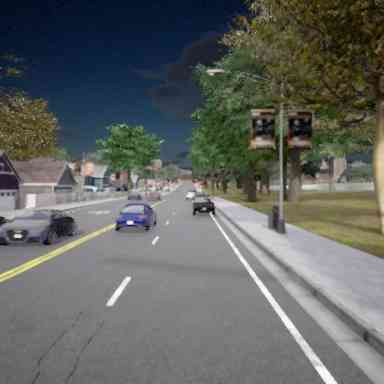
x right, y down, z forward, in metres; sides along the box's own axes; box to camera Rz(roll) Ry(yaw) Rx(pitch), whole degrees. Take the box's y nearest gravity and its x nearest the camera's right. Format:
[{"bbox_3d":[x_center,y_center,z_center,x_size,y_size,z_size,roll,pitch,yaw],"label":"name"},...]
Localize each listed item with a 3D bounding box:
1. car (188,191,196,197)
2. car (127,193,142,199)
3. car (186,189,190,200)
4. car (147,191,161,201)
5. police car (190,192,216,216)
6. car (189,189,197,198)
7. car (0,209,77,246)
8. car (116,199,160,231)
[{"bbox_3d":[0.042,0.569,83.044,2.033,1.411,5.357,0,0,0],"label":"car"},{"bbox_3d":[-9.755,0.829,57.054,2.033,1.411,5.357,0,1,1],"label":"car"},{"bbox_3d":[0.031,0.462,62.334,2.150,2.045,5.566,0,0,0],"label":"car"},{"bbox_3d":[-6.516,0.632,57.257,2.097,1.767,4.553,0,1,1],"label":"car"},{"bbox_3d":[0.990,1.099,29.080,1.930,1.638,5.238,0,1,0],"label":"police car"},{"bbox_3d":[0.997,0.770,44.940,2.097,1.767,4.553,0,1,0],"label":"car"},{"bbox_3d":[-6.591,1.459,14.561,1.994,1.385,4.181,0,1,0],"label":"car"},{"bbox_3d":[-3.138,1.360,19.193,1.812,1.442,4.674,0,1,0],"label":"car"}]
